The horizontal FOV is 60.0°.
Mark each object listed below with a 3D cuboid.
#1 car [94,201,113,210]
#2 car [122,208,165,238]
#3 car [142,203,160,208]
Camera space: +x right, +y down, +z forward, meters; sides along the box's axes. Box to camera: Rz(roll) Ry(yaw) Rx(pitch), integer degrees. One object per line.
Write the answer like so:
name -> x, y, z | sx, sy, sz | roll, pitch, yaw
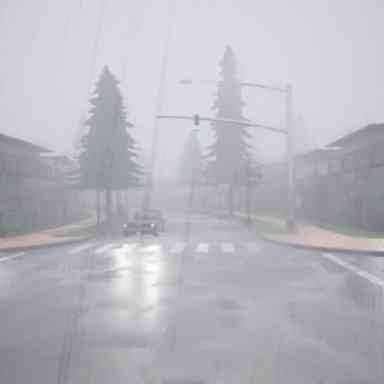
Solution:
car -> -16.660, 2.469, 62.524 | 1.882, 1.535, 5.008 | 0, -1, -39
car -> -2.709, 1.857, 19.481 | 1.895, 1.301, 4.718 | -1, -1, 1
car -> -5.065, 2.112, 40.935 | 2.033, 1.411, 5.357 | 0, -1, -16
